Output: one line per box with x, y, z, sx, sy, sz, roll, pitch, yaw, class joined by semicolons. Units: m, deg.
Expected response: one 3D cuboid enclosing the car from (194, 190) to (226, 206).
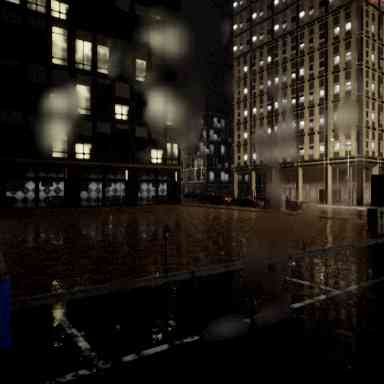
2.918;0.729;41.338;2.192;1.841;5.009;1;0;-36;car

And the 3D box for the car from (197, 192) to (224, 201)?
3.074;0.707;55.475;1.752;1.417;4.829;1;0;-36;car

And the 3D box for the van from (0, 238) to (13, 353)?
-4.151;1.341;3.596;3.998;1.788;1.690;0;0;-36;van

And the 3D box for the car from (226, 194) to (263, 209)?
6.164;1.103;36.813;1.802;1.307;4.206;1;0;-36;car

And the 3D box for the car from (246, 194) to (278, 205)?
9.680;0.982;46.280;1.802;1.307;4.206;1;0;-36;car

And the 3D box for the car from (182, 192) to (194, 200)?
-0.082;0.644;59.866;1.947;1.339;4.313;1;0;-36;car

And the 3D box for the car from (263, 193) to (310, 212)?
9.421;1.068;32.286;1.967;1.590;4.097;1;0;-36;car
